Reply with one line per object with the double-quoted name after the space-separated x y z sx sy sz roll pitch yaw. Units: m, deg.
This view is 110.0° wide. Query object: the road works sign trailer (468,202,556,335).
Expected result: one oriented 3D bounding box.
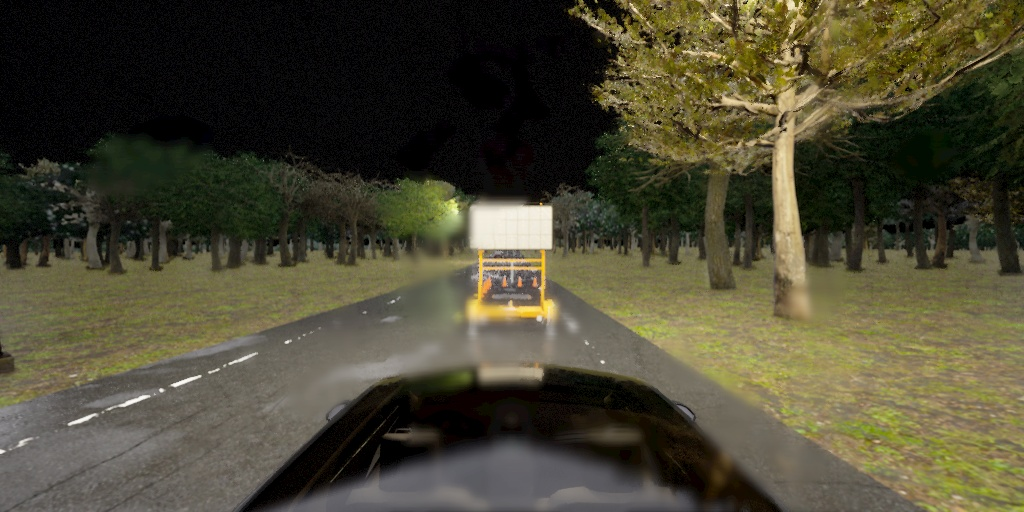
0.003 0.235 10.570 2.380 3.560 2.880 0 0 0 "road works sign trailer"
